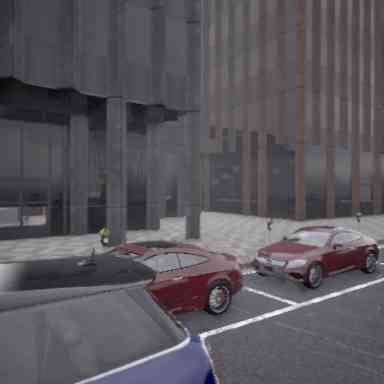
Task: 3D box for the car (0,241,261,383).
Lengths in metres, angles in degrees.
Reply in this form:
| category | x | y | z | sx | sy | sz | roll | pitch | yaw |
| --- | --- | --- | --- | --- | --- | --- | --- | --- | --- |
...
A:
| category | x | y | z | sx | sy | sz | roll | pitch | yaw |
| --- | --- | --- | --- | --- | --- | --- | --- | --- | --- |
| car | -1.985 | 1.350 | 1.951 | 4.553 | 1.767 | 2.097 | 0 | 0 | -35 |

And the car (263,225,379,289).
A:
| category | x | y | z | sx | sy | sz | roll | pitch | yaw |
| --- | --- | --- | --- | --- | --- | --- | --- | --- | --- |
| car | 3.539 | 1.604 | 9.170 | 4.206 | 1.307 | 1.802 | 0 | 0 | -35 |

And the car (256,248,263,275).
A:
| category | x | y | z | sx | sy | sz | roll | pitch | yaw |
| --- | --- | --- | --- | --- | --- | --- | --- | --- | --- |
| car | -0.904 | 1.589 | 6.003 | 4.206 | 1.307 | 1.802 | 0 | 0 | -35 |
